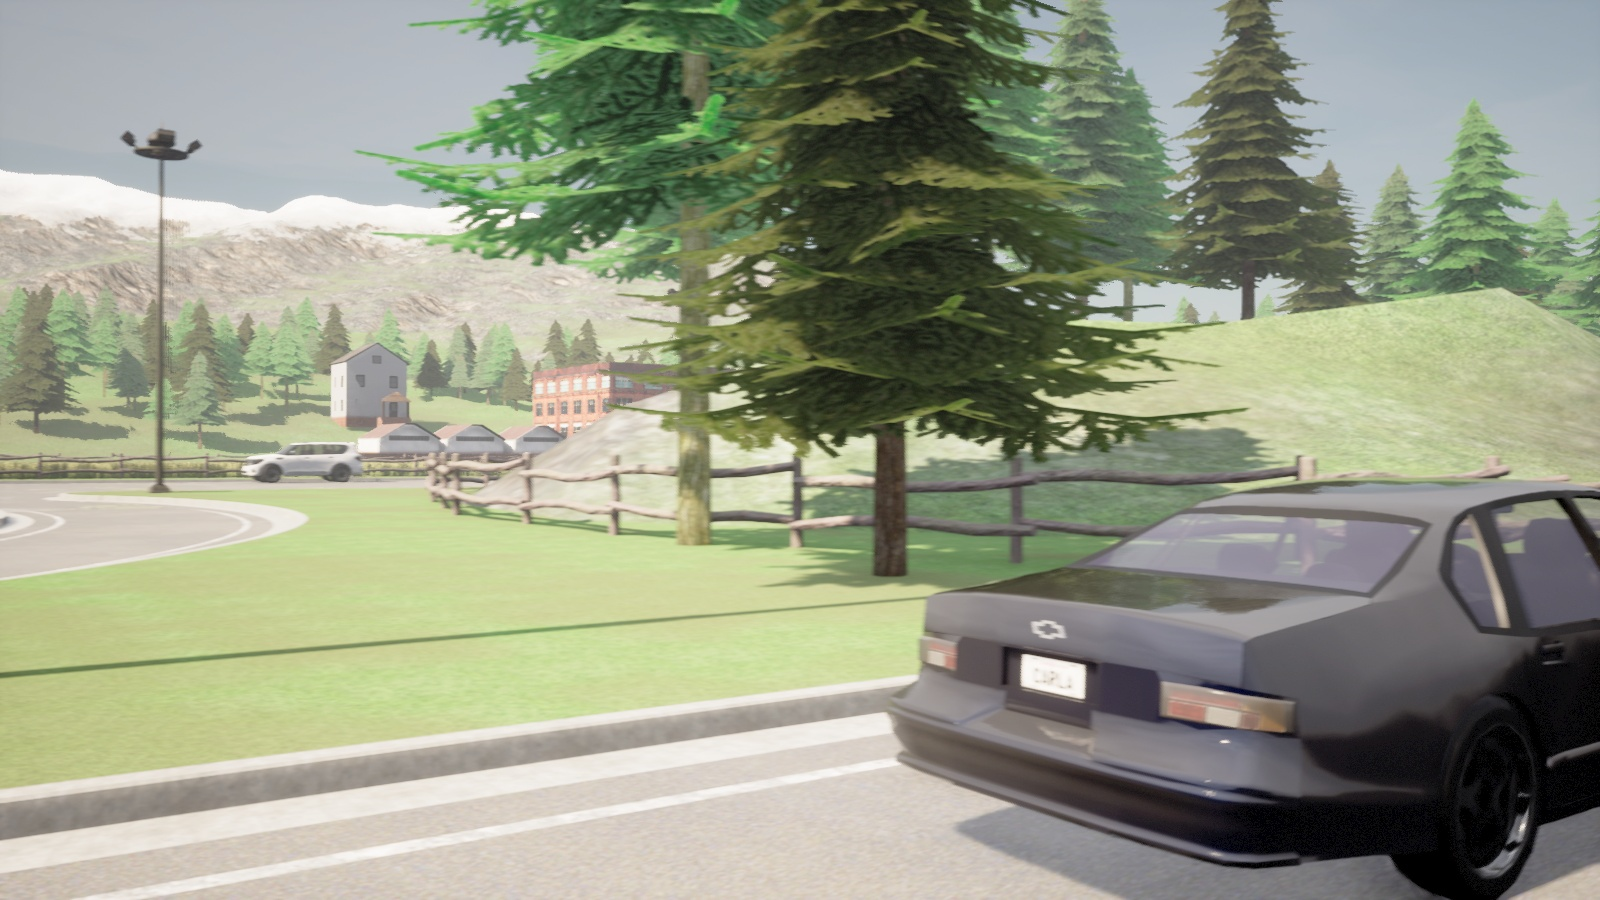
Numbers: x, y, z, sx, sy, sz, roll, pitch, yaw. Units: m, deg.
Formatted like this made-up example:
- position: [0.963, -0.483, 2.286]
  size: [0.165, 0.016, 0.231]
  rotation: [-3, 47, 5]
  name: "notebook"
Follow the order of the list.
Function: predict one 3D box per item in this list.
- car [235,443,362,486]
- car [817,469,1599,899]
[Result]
- position: [-24.952, 0.710, 62.557]
  size: [5.566, 2.045, 2.150]
  rotation: [0, 0, -35]
  name: "car"
- position: [2.848, 0.814, 5.640]
  size: [5.357, 1.411, 2.033]
  rotation: [0, 0, -35]
  name: "car"
